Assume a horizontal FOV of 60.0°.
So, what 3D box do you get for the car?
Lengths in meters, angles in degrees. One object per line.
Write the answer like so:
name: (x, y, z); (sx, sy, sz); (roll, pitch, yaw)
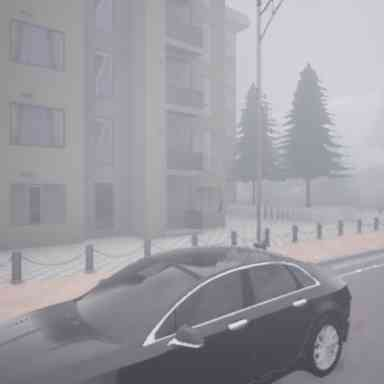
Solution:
car: (-0.009, 1.500, 3.985); (4.892, 1.490, 1.837); (-1, 0, -36)
